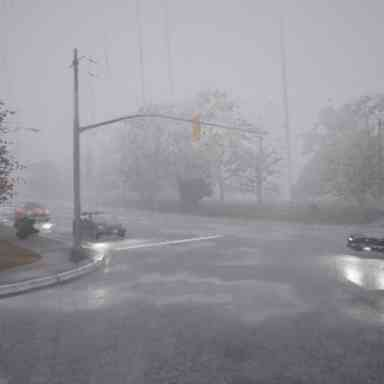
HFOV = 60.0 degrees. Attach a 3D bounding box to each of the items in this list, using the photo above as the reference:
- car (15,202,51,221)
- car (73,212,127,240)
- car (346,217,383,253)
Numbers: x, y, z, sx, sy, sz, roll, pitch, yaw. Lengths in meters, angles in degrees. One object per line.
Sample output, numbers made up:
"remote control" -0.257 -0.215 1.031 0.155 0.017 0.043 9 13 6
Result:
"car" -14.613 1.741 30.451 2.097 1.767 4.553 0 1 -41
"car" -5.660 1.921 19.987 1.812 1.442 4.674 0 -1 -39
"car" 8.546 1.671 13.584 5.357 1.411 2.033 0 -1 -34
